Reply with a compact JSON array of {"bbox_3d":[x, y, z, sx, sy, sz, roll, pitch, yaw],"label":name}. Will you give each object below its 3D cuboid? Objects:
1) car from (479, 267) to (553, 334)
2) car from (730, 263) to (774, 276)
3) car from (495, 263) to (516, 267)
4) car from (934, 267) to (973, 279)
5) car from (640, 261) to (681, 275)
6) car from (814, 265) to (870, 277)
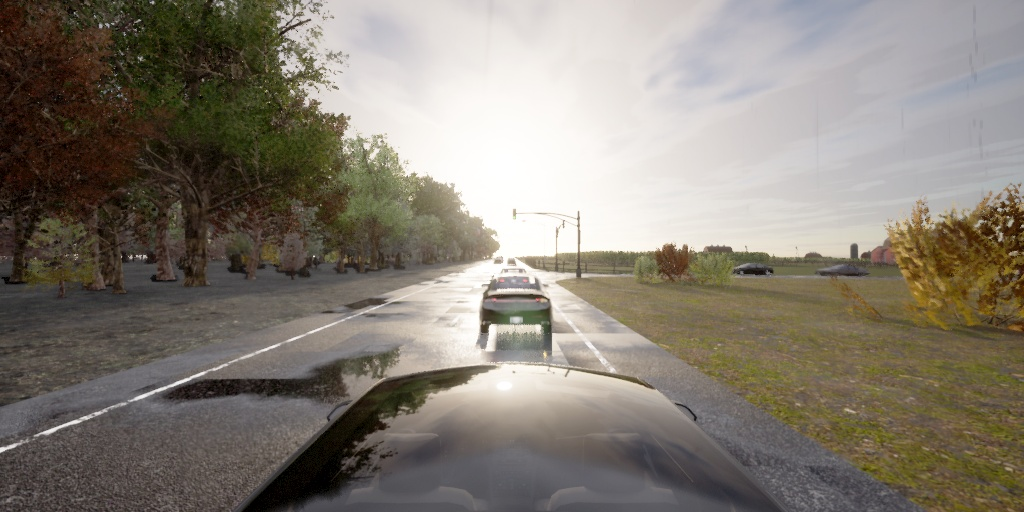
[{"bbox_3d":[0.091,1.246,10.616,2.128,1.511,4.902,0,0,0],"label":"car"},{"bbox_3d":[28.471,1.603,42.926,5.008,1.535,1.882,1,-1,0],"label":"car"},{"bbox_3d":[0.079,1.305,20.618,2.033,1.411,5.357,0,0,0],"label":"car"},{"bbox_3d":[48.866,1.887,39.238,4.718,1.301,1.895,1,-1,1],"label":"car"},{"bbox_3d":[17.690,1.360,43.003,4.553,1.767,2.097,1,-1,1],"label":"car"},{"bbox_3d":[39.440,1.791,42.884,5.357,1.411,2.033,0,-1,0],"label":"car"}]
